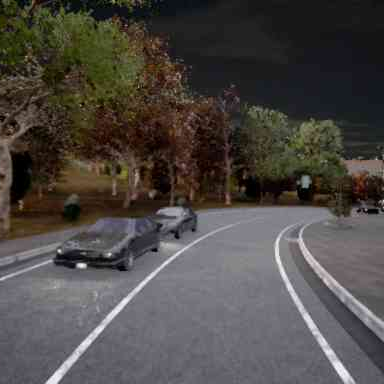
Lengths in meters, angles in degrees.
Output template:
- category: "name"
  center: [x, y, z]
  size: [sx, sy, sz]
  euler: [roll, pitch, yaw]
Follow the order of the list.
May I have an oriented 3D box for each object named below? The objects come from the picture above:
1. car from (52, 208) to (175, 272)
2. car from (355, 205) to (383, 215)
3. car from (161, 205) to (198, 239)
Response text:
- category: "car"
  center: [-2.309, 1.479, 11.037]
  size: [2.033, 1.411, 5.357]
  euler: [1, 0, 11]
- category: "car"
  center: [26.323, 2.633, 49.795]
  size: [4.718, 1.301, 1.895]
  euler: [3, 3, -42]
- category: "car"
  center: [-0.971, 1.447, 17.284]
  size: [1.812, 1.442, 4.674]
  euler: [2, 0, 16]
